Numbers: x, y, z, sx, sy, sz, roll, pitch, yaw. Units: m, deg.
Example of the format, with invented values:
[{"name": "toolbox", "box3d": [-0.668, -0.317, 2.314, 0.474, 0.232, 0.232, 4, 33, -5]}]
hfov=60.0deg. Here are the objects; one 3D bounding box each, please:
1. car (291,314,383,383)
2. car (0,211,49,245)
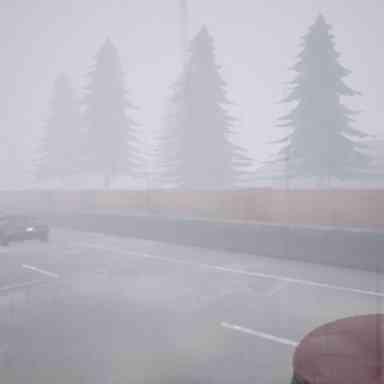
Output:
[{"name": "car", "box3d": [3.096, 1.483, 1.839, 5.008, 1.535, 1.882, 0, 0, 35]}, {"name": "car", "box3d": [-8.462, 1.578, 15.673, 4.181, 1.385, 1.994, 0, 0, 42]}]
